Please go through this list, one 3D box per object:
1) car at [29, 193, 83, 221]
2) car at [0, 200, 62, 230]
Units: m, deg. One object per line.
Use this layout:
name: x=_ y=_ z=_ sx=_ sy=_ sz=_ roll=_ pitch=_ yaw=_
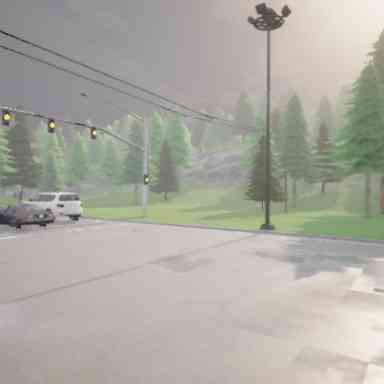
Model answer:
car: x=-10.312 y=1.053 z=24.249 sx=5.566 sy=2.045 sz=2.150 roll=1 pitch=0 yaw=36
car: x=-10.472 y=1.397 z=20.062 sx=5.357 sy=1.411 sz=2.033 roll=1 pitch=0 yaw=36
